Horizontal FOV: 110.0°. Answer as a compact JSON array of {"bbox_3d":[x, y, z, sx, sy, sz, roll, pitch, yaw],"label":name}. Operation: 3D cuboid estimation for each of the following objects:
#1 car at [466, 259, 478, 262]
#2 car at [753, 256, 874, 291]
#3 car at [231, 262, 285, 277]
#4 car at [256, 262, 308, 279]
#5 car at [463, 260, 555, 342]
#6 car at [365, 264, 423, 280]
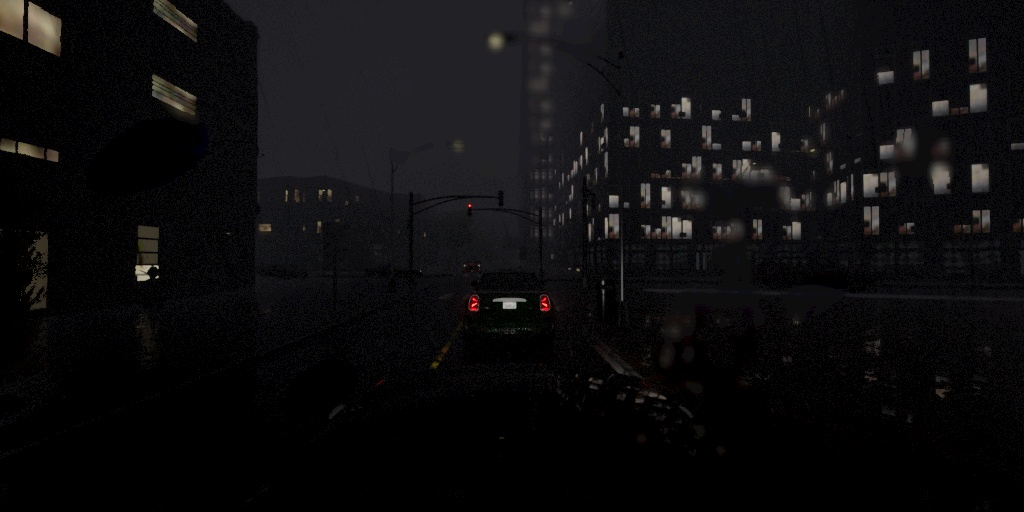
[{"bbox_3d":[-4.724,1.112,42.737,2.097,1.767,4.553,0,0,-5],"label":"car"},{"bbox_3d":[16.022,0.931,19.378,5.009,1.841,2.192,0,0,19],"label":"car"},{"bbox_3d":[-25.590,1.322,36.129,4.892,1.490,1.837,0,-1,19],"label":"car"},{"bbox_3d":[-20.166,1.320,31.691,4.313,1.339,1.948,0,0,19],"label":"car"},{"bbox_3d":[-0.088,1.104,9.990,2.097,1.767,4.553,0,0,-1],"label":"car"},{"bbox_3d":[-10.124,1.361,30.921,4.718,1.301,1.895,0,-1,19],"label":"car"}]
